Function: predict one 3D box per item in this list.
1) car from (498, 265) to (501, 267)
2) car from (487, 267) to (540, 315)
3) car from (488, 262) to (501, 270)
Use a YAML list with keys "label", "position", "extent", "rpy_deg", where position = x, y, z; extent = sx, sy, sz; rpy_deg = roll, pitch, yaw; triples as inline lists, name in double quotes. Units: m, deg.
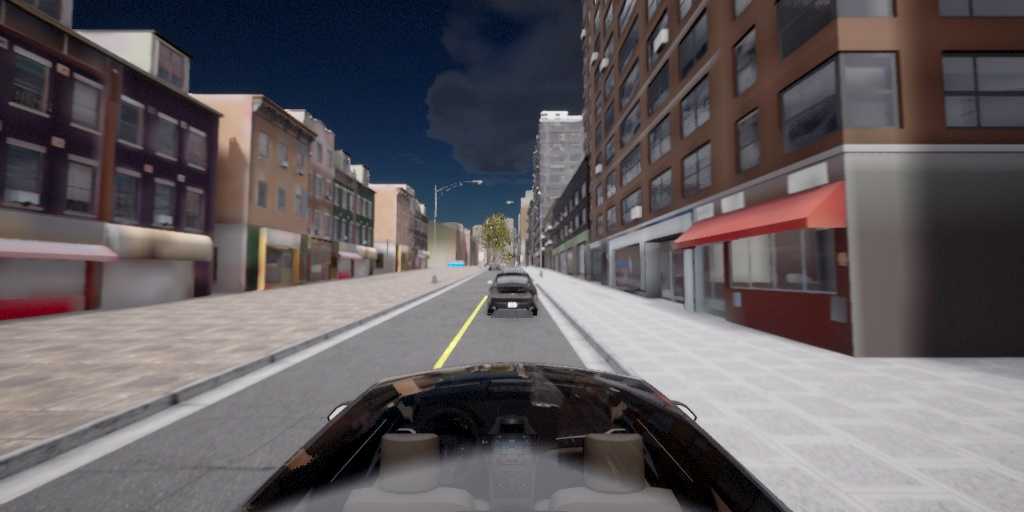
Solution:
- label: "car"
  position: [0.031, 1.590, 28.679]
  extent: [1.895, 1.301, 4.718]
  rpy_deg: [0, 0, 1]
- label: "car"
  position: [0.041, 1.388, 14.337]
  extent: [1.837, 1.490, 4.892]
  rpy_deg: [0, 0, 1]
- label: "car"
  position: [-2.821, 1.658, 58.488]
  extent: [1.837, 1.490, 4.892]
  rpy_deg: [0, 0, 0]
